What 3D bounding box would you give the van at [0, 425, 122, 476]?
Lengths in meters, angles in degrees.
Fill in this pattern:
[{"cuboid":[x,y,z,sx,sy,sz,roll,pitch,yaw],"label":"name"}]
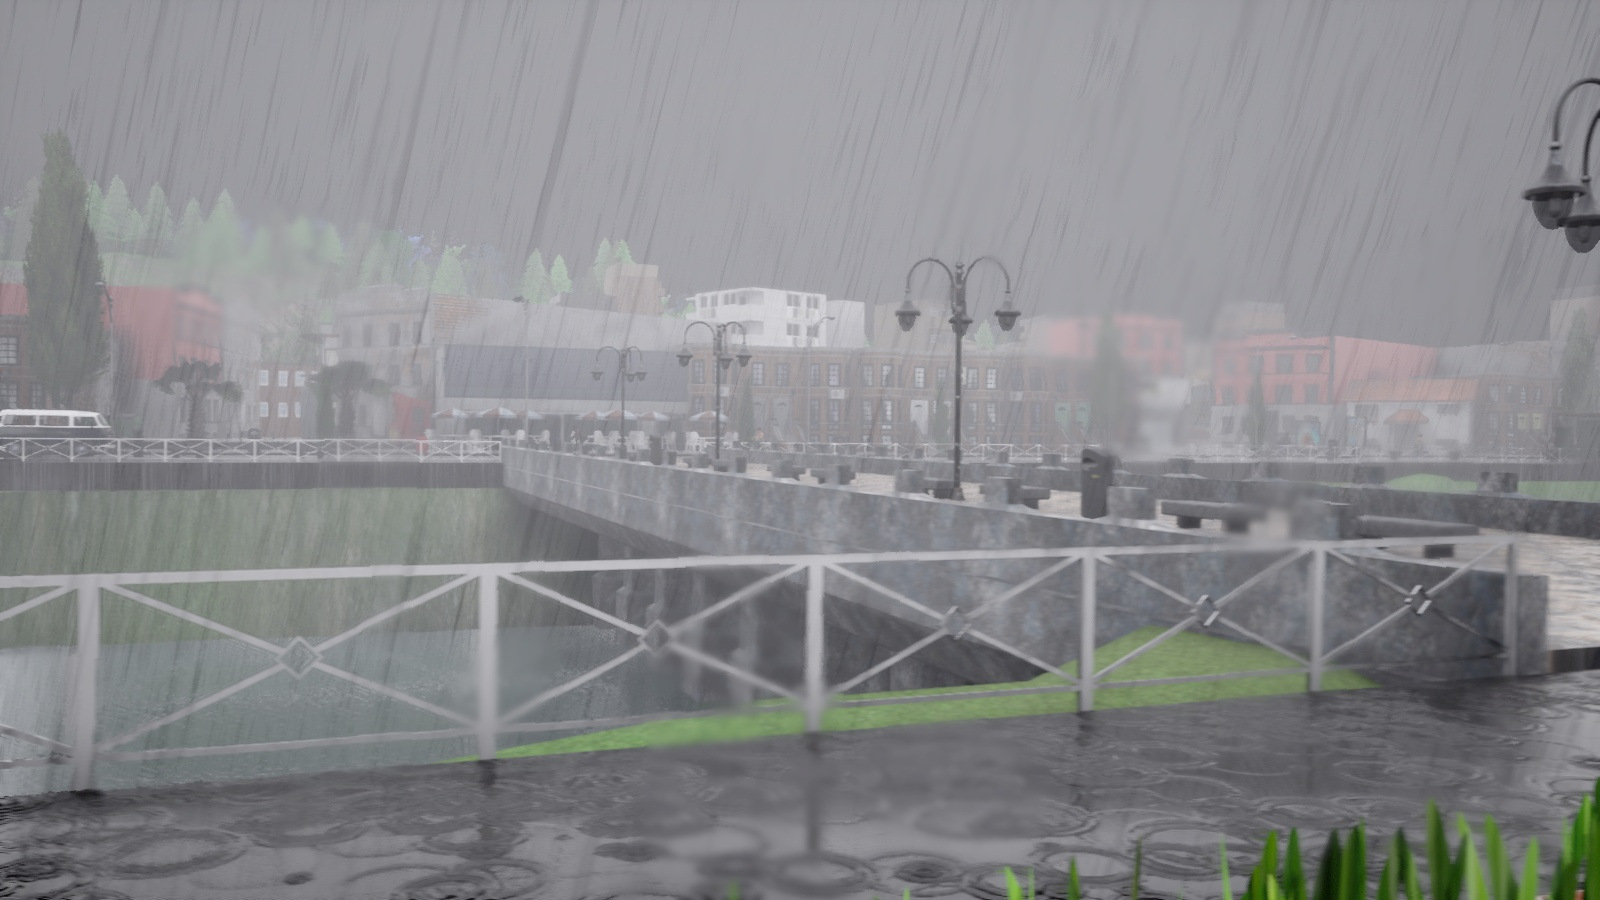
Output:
[{"cuboid":[-31.564,-0.007,53.473,4.480,2.038,2.069,-1,1,-21],"label":"van"}]
